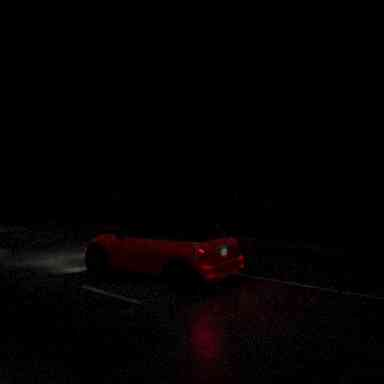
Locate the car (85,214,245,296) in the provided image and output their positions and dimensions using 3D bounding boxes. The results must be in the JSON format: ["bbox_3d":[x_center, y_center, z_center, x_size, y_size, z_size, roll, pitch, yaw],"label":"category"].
[{"bbox_3d":[-0.922,1.444,9.169,4.553,1.767,2.097,0,-1,38],"label":"car"}]
